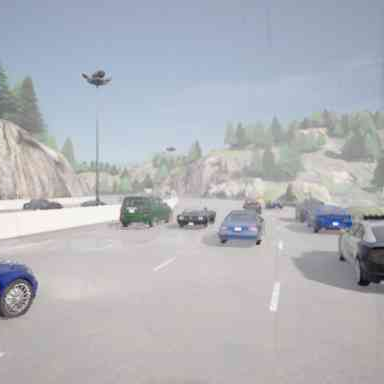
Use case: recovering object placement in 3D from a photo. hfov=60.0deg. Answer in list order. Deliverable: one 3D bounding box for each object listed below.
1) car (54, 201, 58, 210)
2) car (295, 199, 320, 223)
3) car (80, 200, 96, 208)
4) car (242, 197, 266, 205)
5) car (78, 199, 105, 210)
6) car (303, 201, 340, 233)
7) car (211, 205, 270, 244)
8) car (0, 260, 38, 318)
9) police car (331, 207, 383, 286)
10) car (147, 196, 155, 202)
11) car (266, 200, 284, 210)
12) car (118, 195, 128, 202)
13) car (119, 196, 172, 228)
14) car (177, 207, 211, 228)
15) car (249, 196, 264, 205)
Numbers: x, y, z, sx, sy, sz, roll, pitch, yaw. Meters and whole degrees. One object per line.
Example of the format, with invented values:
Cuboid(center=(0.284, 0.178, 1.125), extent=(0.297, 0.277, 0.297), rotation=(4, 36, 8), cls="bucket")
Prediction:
Cuboid(center=(-17.770, 1.682, 41.059), extent=(1.994, 1.385, 4.181), rotation=(0, 0, 8), cls="car")
Cuboid(center=(9.397, 1.405, 26.184), extent=(2.097, 1.767, 4.553), rotation=(0, 0, 11), cls="car")
Cuboid(center=(-11.164, 1.667, 37.842), extent=(1.994, 1.385, 4.181), rotation=(0, 0, 8), cls="car")
Cuboid(center=(6.342, 1.569, 35.340), extent=(2.128, 1.511, 4.902), rotation=(0, 0, 9), cls="car")
Cuboid(center=(-13.706, 1.689, 45.511), extent=(1.994, 1.385, 4.181), rotation=(0, 0, 6), cls="car")
Cuboid(center=(8.049, 1.518, 19.793), extent=(1.882, 1.535, 5.008), rotation=(0, 0, 13), cls="car")
Cuboid(center=(2.530, 1.584, 16.172), extent=(2.033, 1.411, 5.357), rotation=(0, 0, 14), cls="car")
Cuboid(center=(-4.458, 1.542, 4.799), extent=(1.812, 1.442, 4.674), rotation=(0, 0, 18), cls="car")
Cuboid(center=(5.349, 1.443, 9.312), extent=(1.930, 1.638, 5.238), rotation=(0, 0, 16), cls="police car")
Cuboid(center=(-9.858, 1.721, 80.007), extent=(1.812, 1.442, 4.674), rotation=(0, 0, -5), cls="car")
Cuboid(center=(11.212, 1.699, 45.541), extent=(1.895, 1.301, 4.718), rotation=(0, 0, 5), cls="car")
Cuboid(center=(-17.136, 1.653, 82.409), extent=(1.882, 1.535, 5.008), rotation=(0, 0, -6), cls="car")
Cuboid(center=(-3.060, 1.280, 22.902), extent=(2.150, 2.045, 5.566), rotation=(0, 0, 13), cls="car")
Cuboid(center=(0.452, 1.655, 22.584), extent=(1.895, 1.301, 4.718), rotation=(0, 0, 13), cls="car")
Cuboid(center=(12.135, 1.617, 62.815), extent=(1.882, 1.535, 5.008), rotation=(0, 0, -1), cls="car")
